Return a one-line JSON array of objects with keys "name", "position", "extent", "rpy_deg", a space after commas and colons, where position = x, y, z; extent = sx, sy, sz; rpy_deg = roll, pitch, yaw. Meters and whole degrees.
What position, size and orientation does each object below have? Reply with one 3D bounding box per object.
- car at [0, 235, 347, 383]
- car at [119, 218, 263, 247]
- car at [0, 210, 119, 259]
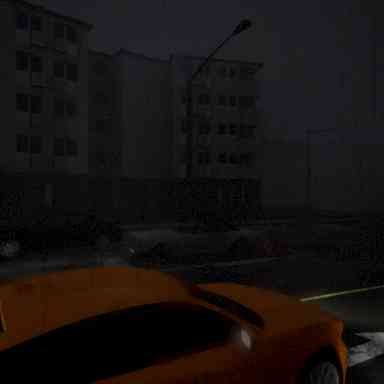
[{"name": "car", "position": [-0.625, 1.478, 3.050], "extent": [5.008, 1.535, 1.882], "rpy_deg": [0, 0, -33]}, {"name": "car", "position": [0.078, 1.601, 11.702], "extent": [4.718, 1.301, 1.895], "rpy_deg": [0, 0, -25]}, {"name": "car", "position": [-5.186, 1.477, 12.774], "extent": [5.008, 1.535, 1.882], "rpy_deg": [0, 0, -30]}]
